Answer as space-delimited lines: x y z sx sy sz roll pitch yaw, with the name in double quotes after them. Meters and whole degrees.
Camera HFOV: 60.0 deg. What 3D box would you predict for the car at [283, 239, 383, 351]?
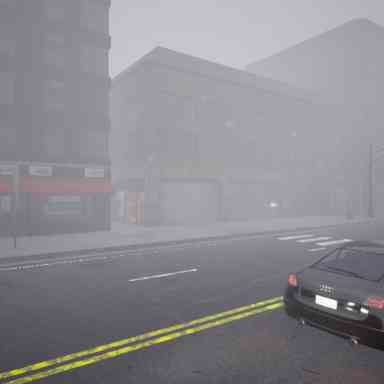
3.585 1.564 5.976 4.181 1.385 1.994 0 0 -35 "car"
